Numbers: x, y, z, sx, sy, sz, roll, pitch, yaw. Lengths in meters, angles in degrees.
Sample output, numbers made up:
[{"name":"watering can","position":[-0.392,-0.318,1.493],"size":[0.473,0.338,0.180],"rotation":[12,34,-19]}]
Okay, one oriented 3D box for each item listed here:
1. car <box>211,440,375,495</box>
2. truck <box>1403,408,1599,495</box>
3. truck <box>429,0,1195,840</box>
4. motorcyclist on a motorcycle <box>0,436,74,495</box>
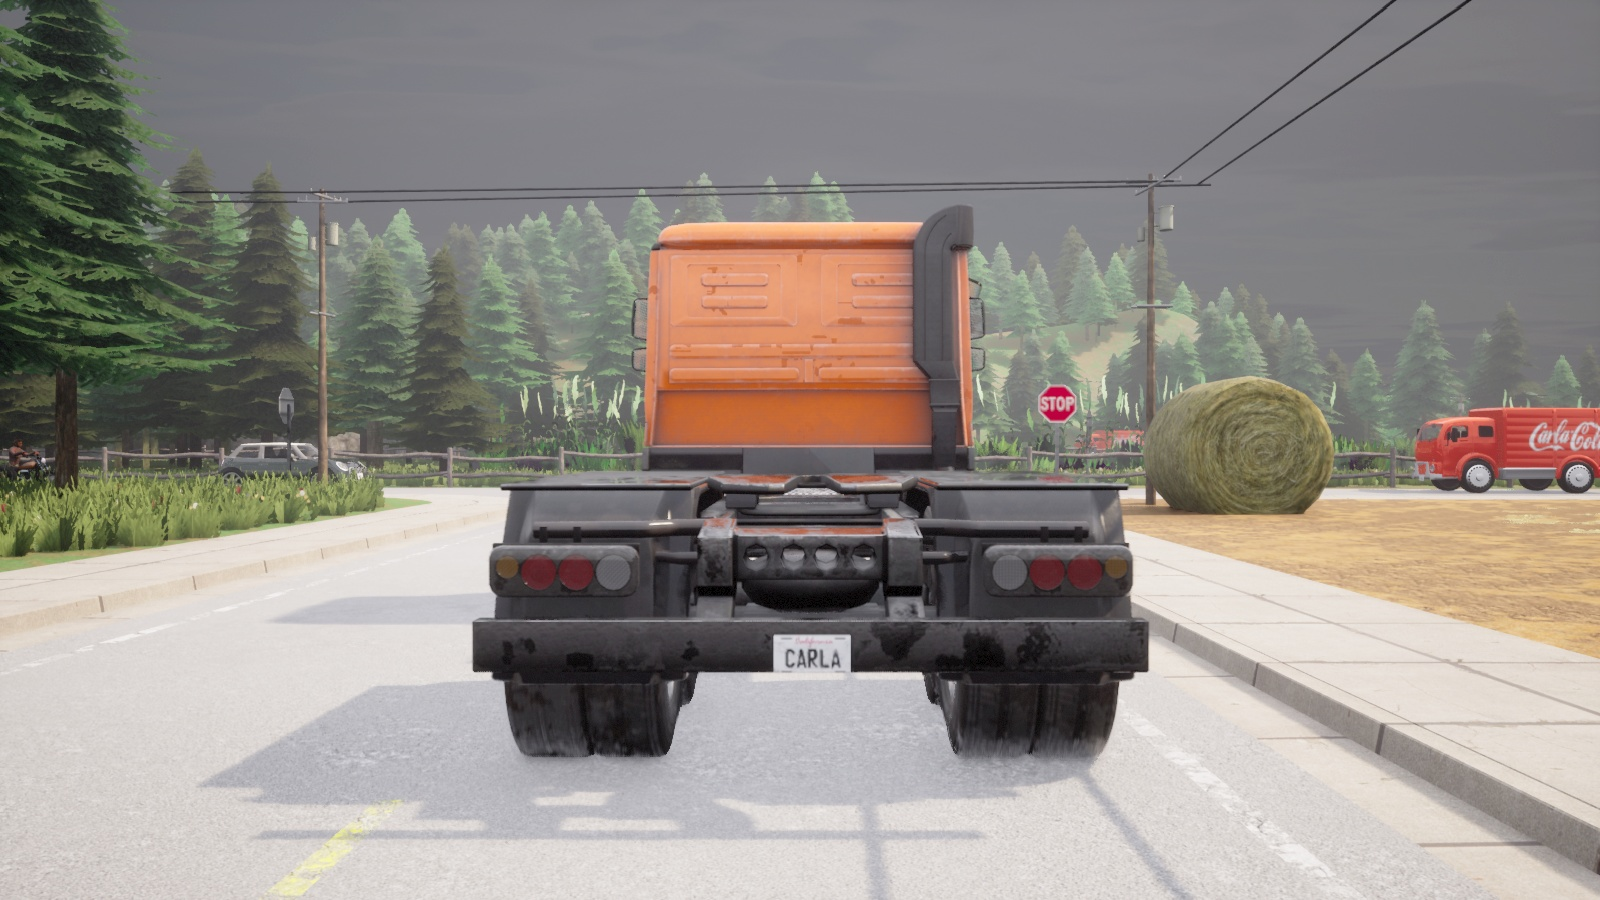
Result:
[{"name":"car","position":[-14.161,0.467,35.216],"size":[3.806,1.475,1.970],"rotation":[0,0,3]},{"name":"truck","position":[20.898,0.034,36.823],"size":[5.204,2.467,2.627],"rotation":[0,0,3]},{"name":"truck","position":[0.064,-0.284,8.716],"size":[2.891,3.462,7.936],"rotation":[0,0,0]},{"name":"motorcyclist on a motorcycle","position":[-21.976,0.443,35.625],"size":[2.350,1.649,0.766],"rotation":[0,0,2]}]
